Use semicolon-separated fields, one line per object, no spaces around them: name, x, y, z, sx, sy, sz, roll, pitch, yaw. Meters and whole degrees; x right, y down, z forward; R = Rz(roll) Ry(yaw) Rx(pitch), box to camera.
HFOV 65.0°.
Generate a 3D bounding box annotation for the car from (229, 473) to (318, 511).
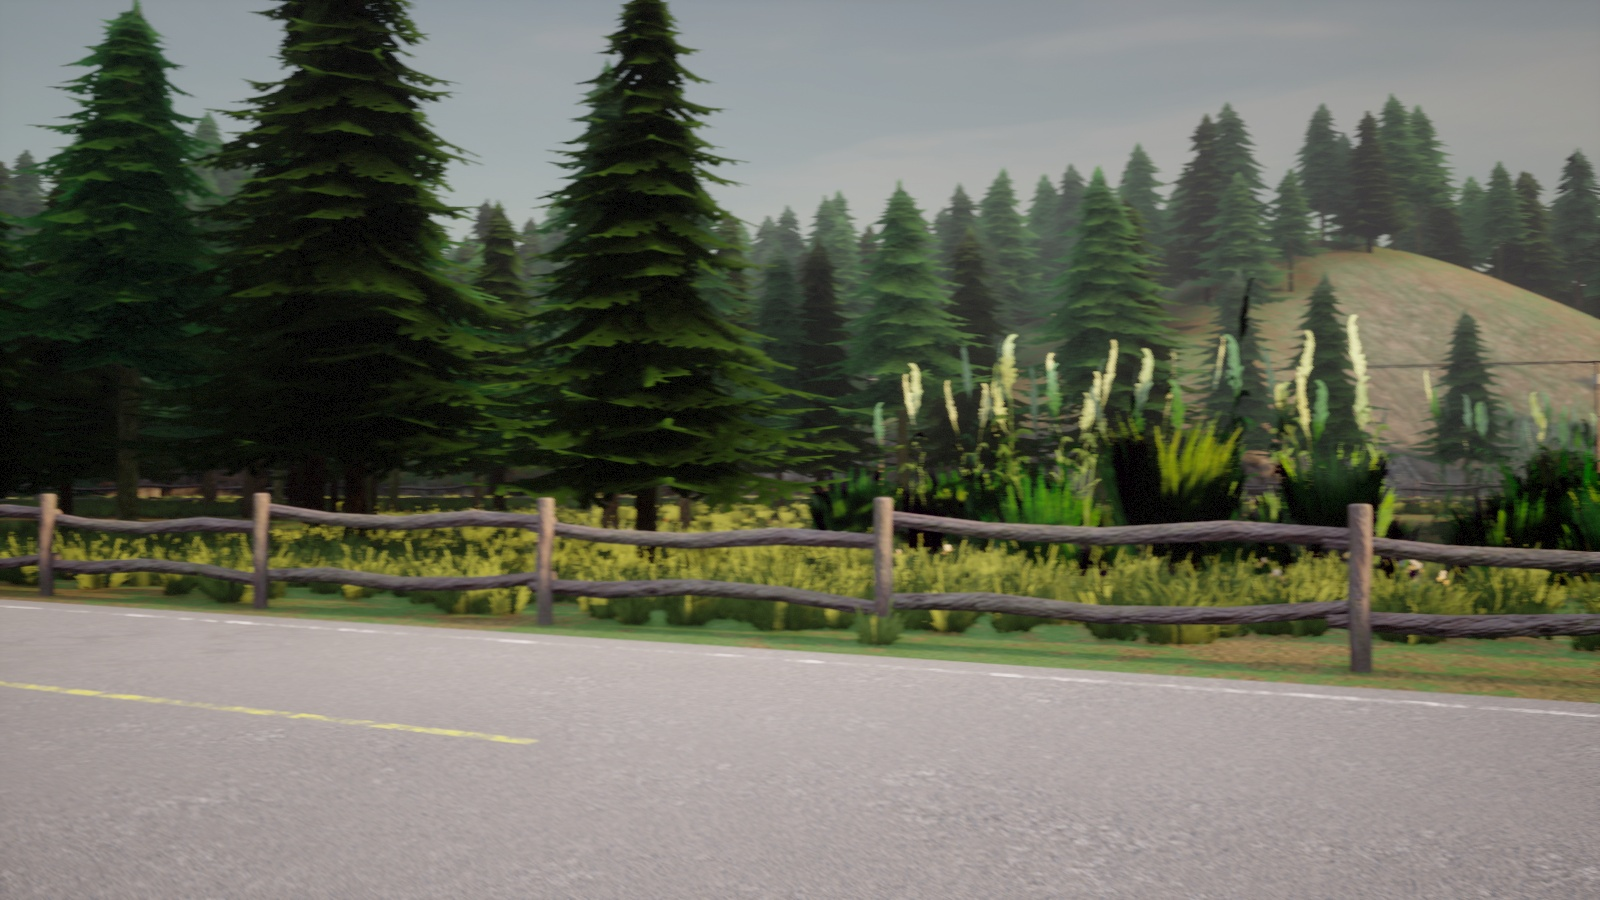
car;-27.030;2.134;64.553;3.866;1.878;1.905;0;-1;-10
